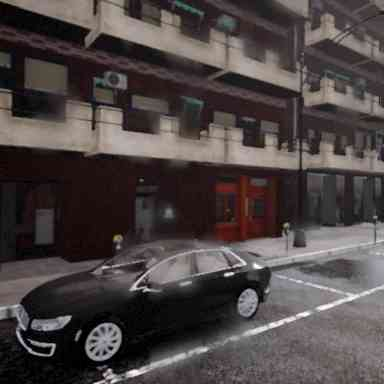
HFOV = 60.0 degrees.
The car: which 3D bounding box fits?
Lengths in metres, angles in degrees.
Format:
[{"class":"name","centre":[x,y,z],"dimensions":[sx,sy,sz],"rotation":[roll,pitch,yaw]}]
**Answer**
[{"class":"car","centre":[-0.509,1.550,5.690],"dimensions":[4.403,1.369,2.008],"rotation":[0,1,-35]}]
